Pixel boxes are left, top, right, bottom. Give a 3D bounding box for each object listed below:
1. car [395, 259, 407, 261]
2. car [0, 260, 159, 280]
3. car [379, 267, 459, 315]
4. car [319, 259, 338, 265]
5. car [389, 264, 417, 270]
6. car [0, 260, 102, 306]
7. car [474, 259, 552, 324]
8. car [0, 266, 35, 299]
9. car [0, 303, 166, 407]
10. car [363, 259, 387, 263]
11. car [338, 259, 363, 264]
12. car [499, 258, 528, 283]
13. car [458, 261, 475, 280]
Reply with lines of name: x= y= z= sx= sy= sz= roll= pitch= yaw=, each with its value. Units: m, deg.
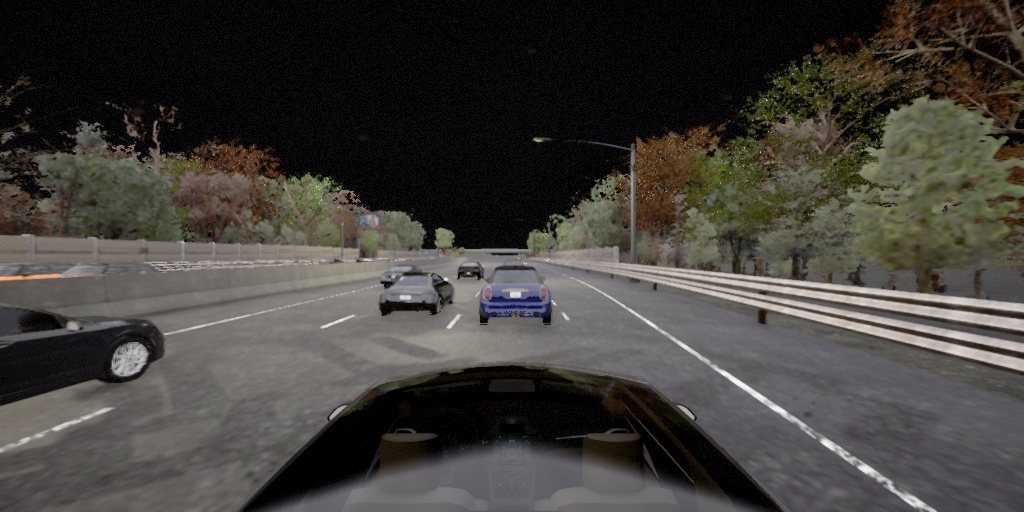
car: x=-17.548 y=1.144 z=56.800 sx=1.882 sy=1.535 sz=5.008 roll=0 pitch=0 yaw=1
car: x=-17.601 y=1.073 z=15.296 sx=2.097 sy=1.767 sz=4.553 roll=0 pitch=0 yaw=0
car: x=-3.401 y=1.288 z=13.473 sx=1.994 sy=1.385 sz=4.181 roll=0 pitch=0 yaw=0
car: x=-28.040 y=1.172 z=55.834 sx=1.837 sy=1.490 sz=4.892 roll=0 pitch=0 yaw=1
car: x=-6.902 y=1.253 z=23.434 sx=2.033 sy=1.411 sz=5.357 roll=0 pitch=0 yaw=0
car: x=-21.101 y=1.074 z=15.270 sx=2.097 sy=1.767 sz=4.553 roll=0 pitch=0 yaw=0
car: x=0.098 y=1.079 z=12.014 sx=2.097 sy=1.767 sz=4.553 roll=0 pitch=0 yaw=0
car: x=-24.601 y=1.226 z=15.351 sx=1.837 sy=1.490 sz=4.892 roll=0 pitch=0 yaw=0
car: x=-6.904 y=1.250 z=4.161 sx=1.837 sy=1.490 sz=4.892 roll=0 pitch=0 yaw=0
car: x=-21.047 y=1.157 z=56.670 sx=2.128 sy=1.511 sz=4.902 roll=0 pitch=0 yaw=1
car: x=-24.551 y=1.193 z=55.511 sx=1.812 sy=1.442 sz=4.674 roll=0 pitch=0 yaw=1
car: x=0.099 y=1.049 z=28.461 sx=2.097 sy=1.767 sz=4.553 roll=0 pitch=0 yaw=0
car: x=-3.401 y=1.172 z=30.322 sx=1.882 sy=1.535 sz=5.008 roll=0 pitch=0 yaw=0
